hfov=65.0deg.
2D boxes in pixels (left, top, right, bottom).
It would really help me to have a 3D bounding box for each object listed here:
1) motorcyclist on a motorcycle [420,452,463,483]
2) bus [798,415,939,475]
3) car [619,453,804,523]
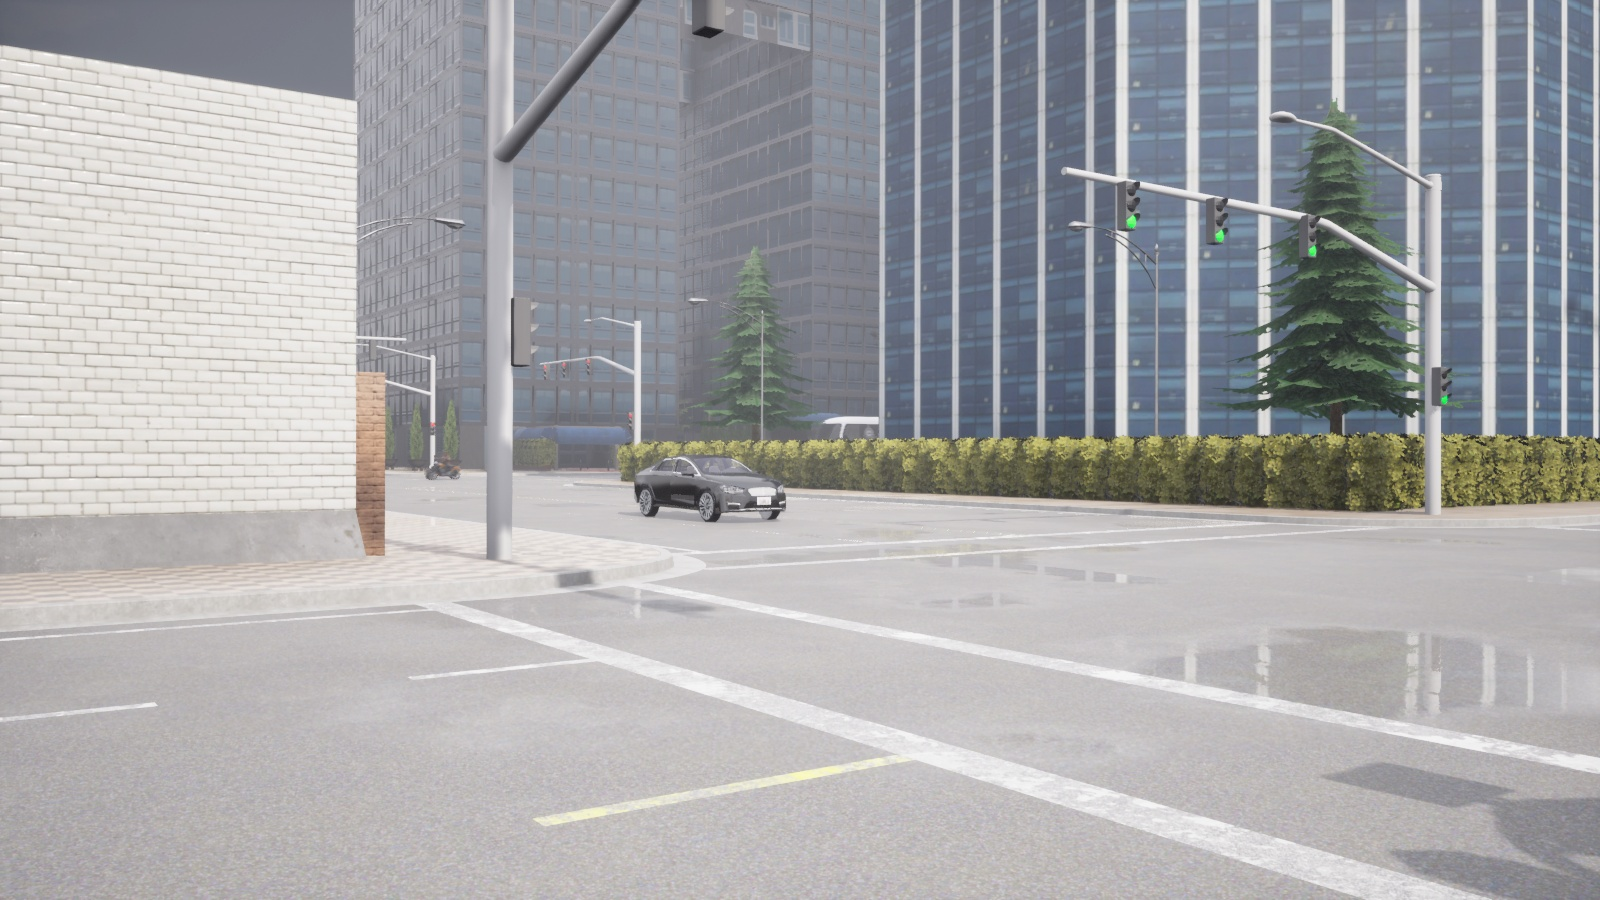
[{"bbox_3d":[-19.842,0.963,69.550,0.766,1.649,2.350,1,1,33],"label":"motorcyclist on a motorcycle"},{"bbox_3d":[5.189,-0.359,93.455,10.273,4.253,3.944,0,0,-35],"label":"bus"},{"bbox_3d":[-2.194,0.834,29.697,2.128,1.511,4.902,0,0,-35],"label":"car"}]
